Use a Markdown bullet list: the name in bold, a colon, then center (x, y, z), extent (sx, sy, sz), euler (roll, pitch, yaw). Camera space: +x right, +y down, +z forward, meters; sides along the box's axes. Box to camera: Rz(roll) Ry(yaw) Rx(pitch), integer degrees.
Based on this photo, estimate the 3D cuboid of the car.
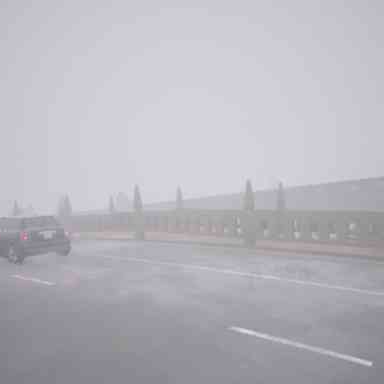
- **car**: center (-6.906, 1.718, 13.221), extent (4.553, 1.767, 2.097), euler (-4, -2, 35)
